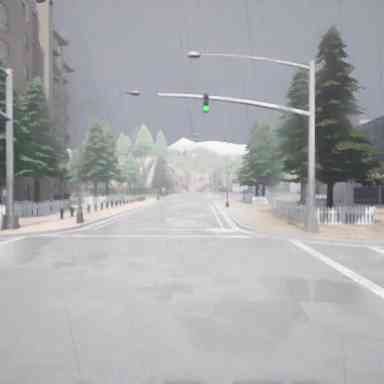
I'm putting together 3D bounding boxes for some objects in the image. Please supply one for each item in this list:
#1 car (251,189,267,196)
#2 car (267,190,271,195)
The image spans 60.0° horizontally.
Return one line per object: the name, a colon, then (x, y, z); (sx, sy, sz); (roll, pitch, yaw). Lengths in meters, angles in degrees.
car: (15.769, 0.299, 78.576); (1.845, 1.501, 3.633); (0, 1, 2)
car: (19.049, 0.207, 85.869); (1.970, 1.475, 3.806); (0, 1, 2)
